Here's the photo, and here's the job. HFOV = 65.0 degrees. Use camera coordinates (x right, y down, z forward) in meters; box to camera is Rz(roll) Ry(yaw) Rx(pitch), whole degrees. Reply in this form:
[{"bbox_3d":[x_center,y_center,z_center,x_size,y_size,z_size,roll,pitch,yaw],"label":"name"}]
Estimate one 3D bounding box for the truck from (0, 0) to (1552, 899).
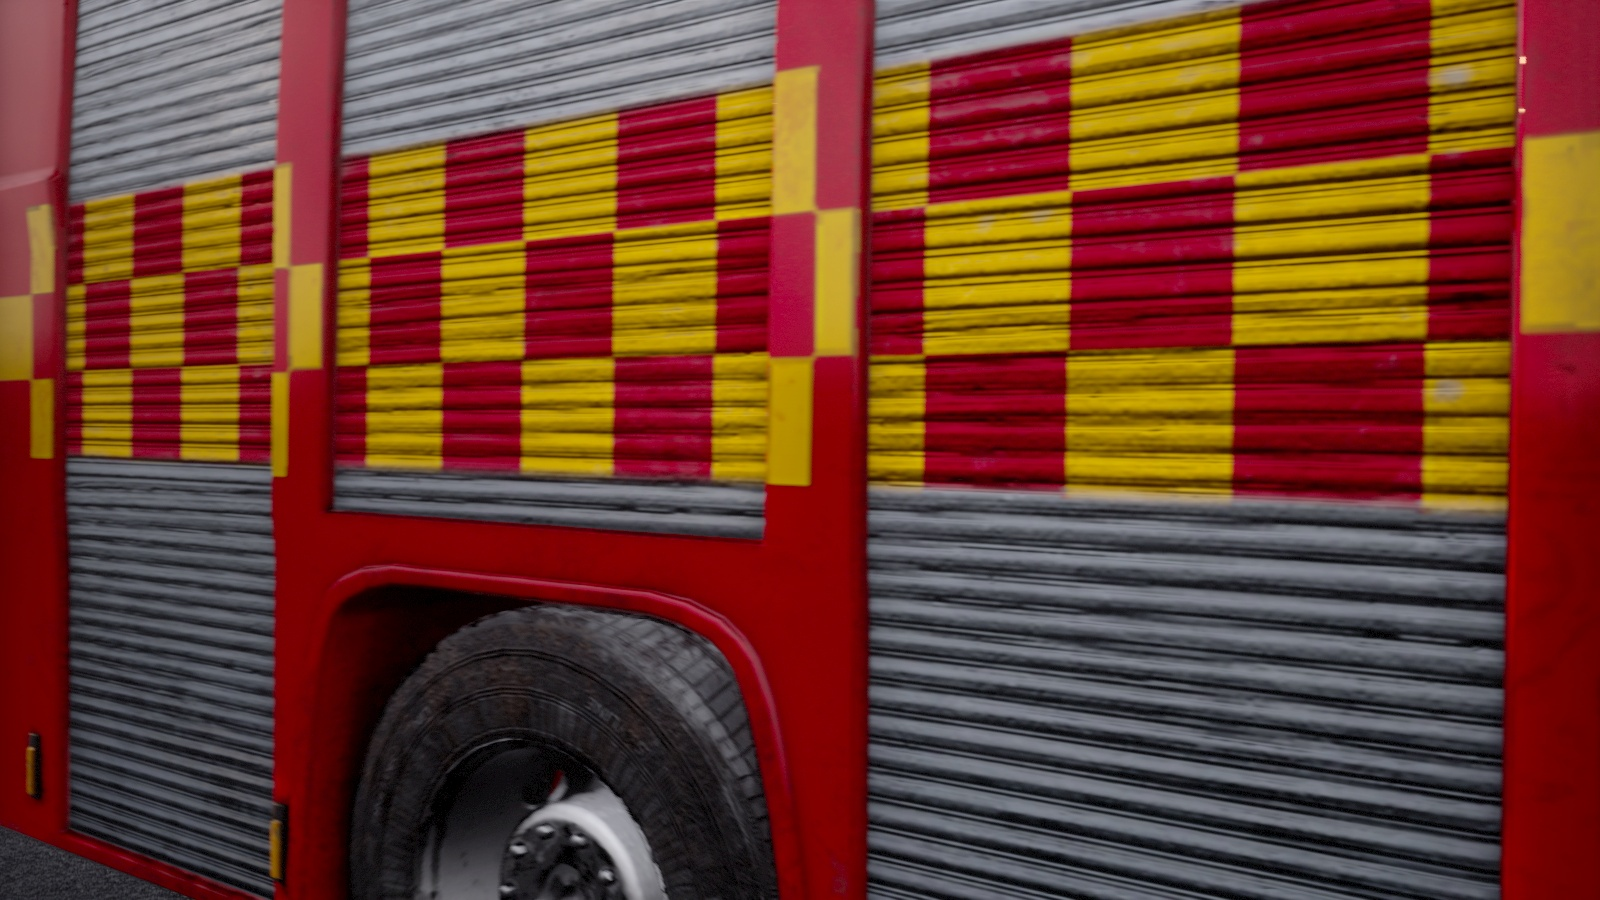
[{"bbox_3d":[-2.039,-0.486,4.959,8.468,3.827,2.891,0,1,34],"label":"truck"}]
